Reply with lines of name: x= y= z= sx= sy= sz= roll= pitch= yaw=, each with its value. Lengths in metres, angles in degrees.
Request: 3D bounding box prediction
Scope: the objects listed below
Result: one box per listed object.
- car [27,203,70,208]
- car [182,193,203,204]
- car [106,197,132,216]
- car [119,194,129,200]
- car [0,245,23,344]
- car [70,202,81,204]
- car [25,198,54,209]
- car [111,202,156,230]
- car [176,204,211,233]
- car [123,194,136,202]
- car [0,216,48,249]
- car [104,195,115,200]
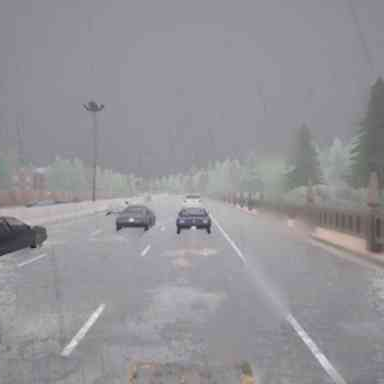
car: x=-14.116 y=1.444 z=32.753 sx=1.882 sy=1.535 sz=5.008 roll=0 pitch=0 yaw=0
car: x=0.077 y=1.184 z=38.177 sx=2.150 sy=2.045 sz=5.566 roll=0 pitch=0 yaw=0
car: x=-6.933 y=1.493 z=32.224 sx=1.812 sy=1.442 sz=4.674 roll=0 pitch=0 yaw=0
car: x=-18.033 y=1.251 z=88.701 sx=1.882 sy=1.535 sz=5.008 roll=0 pitch=0 yaw=-2
car: x=-3.403 y=1.523 z=2.493 sx=1.812 sy=1.442 sz=4.674 roll=0 pitch=0 yaw=0
car: x=-17.597 y=1.453 z=48.106 sx=1.837 sy=1.490 sz=4.892 roll=0 pitch=1 yaw=0
car: x=-21.101 y=1.517 z=46.176 sx=1.994 sy=1.385 sz=4.181 roll=0 pitch=0 yaw=0
car: x=-3.411 y=1.543 z=20.752 sx=1.994 sy=1.385 sz=4.181 roll=0 pitch=0 yaw=0
car: x=0.087 y=1.581 z=19.592 sx=1.895 sy=1.301 sz=4.718 roll=0 pitch=0 yaw=0
car: x=-14.125 y=1.278 z=75.511 sx=2.097 sy=1.767 sz=4.553 roll=0 pitch=0 yaw=-1
car: x=-6.907 y=1.536 z=11.401 sx=2.033 sy=1.411 sz=5.357 roll=0 pitch=0 yaw=0
car: x=-21.468 y=1.427 z=86.503 sx=1.812 sy=1.442 sz=4.674 roll=0 pitch=0 yaw=-2
